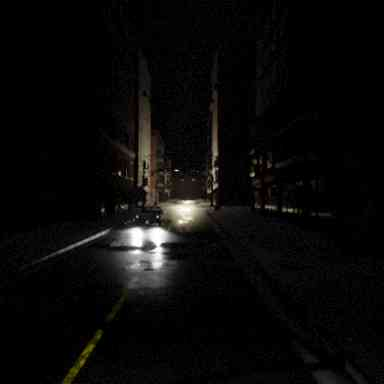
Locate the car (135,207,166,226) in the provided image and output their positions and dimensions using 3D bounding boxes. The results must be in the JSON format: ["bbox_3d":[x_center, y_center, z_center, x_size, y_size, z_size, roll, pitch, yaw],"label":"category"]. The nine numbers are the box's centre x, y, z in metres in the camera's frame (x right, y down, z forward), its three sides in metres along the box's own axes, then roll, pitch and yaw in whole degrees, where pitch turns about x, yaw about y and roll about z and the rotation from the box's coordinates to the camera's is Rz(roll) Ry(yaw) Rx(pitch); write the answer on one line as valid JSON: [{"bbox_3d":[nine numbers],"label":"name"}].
[{"bbox_3d":[-3.097,1.808,25.299,1.895,1.301,4.718,0,0,0],"label":"car"}]

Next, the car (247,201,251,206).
[{"bbox_3d":[12.142,1.910,60.177,4.507,1.381,1.887,-1,0,0],"label":"car"}]
